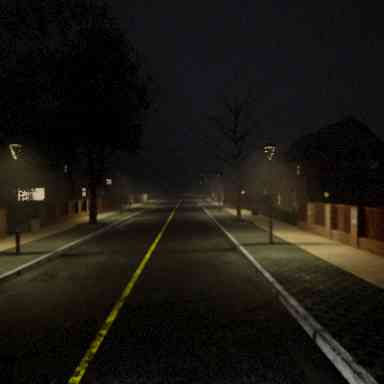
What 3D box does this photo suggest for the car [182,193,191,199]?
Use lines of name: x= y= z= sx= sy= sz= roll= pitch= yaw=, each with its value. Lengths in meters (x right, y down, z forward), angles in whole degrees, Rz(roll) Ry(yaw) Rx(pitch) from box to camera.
car: x=-1.410 y=1.027 z=86.268 sx=2.033 sy=1.411 sz=5.357 roll=-1 pitch=0 yaw=-1

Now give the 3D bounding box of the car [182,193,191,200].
car: x=-1.242 y=1.035 z=76.145 sx=1.895 sy=1.301 sz=4.718 roll=-1 pitch=0 yaw=-1
